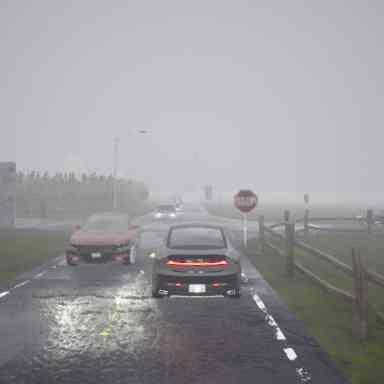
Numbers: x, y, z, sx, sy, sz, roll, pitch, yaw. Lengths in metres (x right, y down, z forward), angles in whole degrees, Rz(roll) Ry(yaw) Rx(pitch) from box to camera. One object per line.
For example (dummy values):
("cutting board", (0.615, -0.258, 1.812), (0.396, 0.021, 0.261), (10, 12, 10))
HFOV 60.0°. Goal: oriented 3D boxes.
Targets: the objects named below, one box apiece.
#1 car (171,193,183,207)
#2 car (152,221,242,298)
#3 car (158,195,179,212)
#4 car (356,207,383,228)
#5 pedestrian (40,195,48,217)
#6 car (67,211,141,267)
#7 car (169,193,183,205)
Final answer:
("car", (-2.888, 1.359, 49.020), (2.097, 1.767, 4.553), (0, 0, 0))
("car", (0.094, 1.506, 8.468), (1.837, 1.490, 4.892), (0, 0, 0))
("car", (-2.885, 1.483, 38.734), (1.882, 1.535, 5.008), (0, 0, 0))
("car", (14.614, 1.795, 24.328), (4.902, 1.511, 2.128), (1, -1, 0))
("pedestrian", (-12.195, 1.140, 27.240), (0.375, 1.860, 0.375), (0, -2, 0))
("car", (-2.861, 1.480, 11.691), (1.882, 1.535, 5.008), (1, 0, -5))
("car", (-2.885, 1.230, 59.684), (2.150, 2.045, 5.566), (0, 0, 1))
